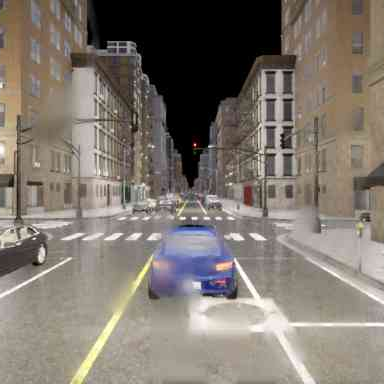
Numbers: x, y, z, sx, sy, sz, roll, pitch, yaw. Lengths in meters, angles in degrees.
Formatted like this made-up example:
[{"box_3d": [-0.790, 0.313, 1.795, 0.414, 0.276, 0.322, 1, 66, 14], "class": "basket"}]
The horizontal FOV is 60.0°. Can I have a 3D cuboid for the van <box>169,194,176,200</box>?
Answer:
[{"box_3d": [-5.272, 1.331, 89.779, 1.690, 1.788, 3.998, 0, 0, 0], "class": "van"}]

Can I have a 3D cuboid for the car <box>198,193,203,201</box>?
[{"box_3d": [2.763, 1.307, 62.735, 2.192, 1.841, 5.009, 0, 0, 0], "class": "car"}]

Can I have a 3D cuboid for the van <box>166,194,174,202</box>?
[{"box_3d": [-5.282, 1.332, 78.967, 1.690, 1.788, 3.998, 0, 0, 0], "class": "van"}]

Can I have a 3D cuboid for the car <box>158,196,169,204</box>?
[{"box_3d": [-5.298, 1.518, 62.578, 1.752, 1.417, 4.829, 0, 0, 0], "class": "car"}]

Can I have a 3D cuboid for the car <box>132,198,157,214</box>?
[{"box_3d": [-5.322, 1.547, 35.717, 2.008, 1.369, 4.403, 0, 0, 0], "class": "car"}]

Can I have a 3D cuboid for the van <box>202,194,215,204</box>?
[{"box_3d": [2.728, 1.335, 46.516, 1.690, 1.788, 3.998, 0, 0, 0], "class": "van"}]

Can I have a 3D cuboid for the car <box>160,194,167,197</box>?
[{"box_3d": [-5.302, 1.433, 57.342, 1.967, 1.590, 4.097, 0, 0, 0], "class": "car"}]

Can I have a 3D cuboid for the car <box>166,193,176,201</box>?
[{"box_3d": [-5.277, 1.305, 84.373, 2.192, 1.841, 5.009, 0, 0, 0], "class": "car"}]

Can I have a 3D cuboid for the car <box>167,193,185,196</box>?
[{"box_3d": [-2.695, 1.471, 56.579, 1.882, 1.535, 5.008, 0, 0, 1], "class": "car"}]

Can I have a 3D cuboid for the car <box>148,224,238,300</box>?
[{"box_3d": [0.034, 1.526, 8.284, 1.812, 1.442, 4.674, 0, 0, 1], "class": "car"}]

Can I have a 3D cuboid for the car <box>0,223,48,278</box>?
[{"box_3d": [-5.370, 1.550, 8.842, 2.008, 1.369, 4.403, 0, 0, 0], "class": "car"}]

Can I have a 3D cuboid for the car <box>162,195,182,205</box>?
[{"box_3d": [-2.719, 1.520, 46.338, 1.812, 1.442, 4.674, 0, 0, 1], "class": "car"}]

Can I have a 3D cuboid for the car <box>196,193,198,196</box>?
[{"box_3d": [2.831, 1.534, 95.172, 1.887, 1.381, 4.507, 0, 0, 0], "class": "car"}]

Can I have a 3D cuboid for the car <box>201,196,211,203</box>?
[{"box_3d": [2.774, 1.558, 68.141, 1.947, 1.339, 4.313, 0, 0, 0], "class": "car"}]

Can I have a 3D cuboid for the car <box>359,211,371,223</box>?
[{"box_3d": [15.113, 1.636, 24.042, 5.357, 1.411, 2.033, 0, 0, 0], "class": "car"}]

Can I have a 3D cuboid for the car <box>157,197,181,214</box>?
[{"box_3d": [-2.748, 1.543, 36.167, 2.033, 1.411, 5.357, 0, 0, 4], "class": "car"}]

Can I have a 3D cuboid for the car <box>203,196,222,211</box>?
[{"box_3d": [2.717, 1.546, 41.110, 2.008, 1.369, 4.403, 0, 0, 0], "class": "car"}]
